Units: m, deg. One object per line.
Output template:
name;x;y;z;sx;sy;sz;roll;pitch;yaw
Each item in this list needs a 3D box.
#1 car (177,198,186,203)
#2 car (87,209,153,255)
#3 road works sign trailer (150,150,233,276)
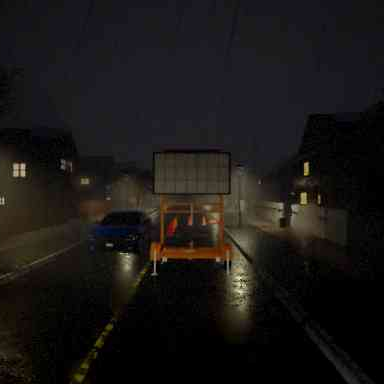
car;-2.756;2.195;87.464;1.812;1.442;4.674;0;-1;0
car;-2.751;1.506;13.592;1.882;1.535;5.008;0;0;0
road works sign trailer;-0.005;0.484;10.447;2.380;3.560;2.880;0;0;1
